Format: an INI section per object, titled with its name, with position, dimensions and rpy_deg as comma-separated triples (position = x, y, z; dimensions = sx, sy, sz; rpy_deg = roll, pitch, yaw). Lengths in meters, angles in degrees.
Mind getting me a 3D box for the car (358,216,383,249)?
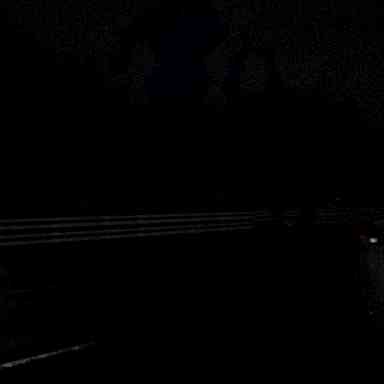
[car]
position = 8.904, 1.704, 14.132
dimensions = 4.674, 1.442, 1.812
rpy_deg = 1, 0, -34
